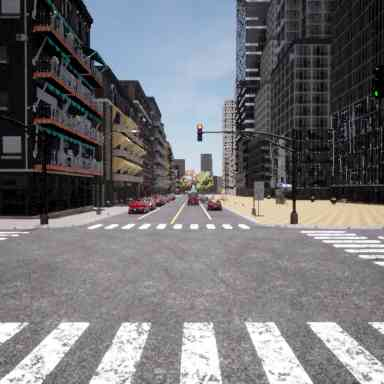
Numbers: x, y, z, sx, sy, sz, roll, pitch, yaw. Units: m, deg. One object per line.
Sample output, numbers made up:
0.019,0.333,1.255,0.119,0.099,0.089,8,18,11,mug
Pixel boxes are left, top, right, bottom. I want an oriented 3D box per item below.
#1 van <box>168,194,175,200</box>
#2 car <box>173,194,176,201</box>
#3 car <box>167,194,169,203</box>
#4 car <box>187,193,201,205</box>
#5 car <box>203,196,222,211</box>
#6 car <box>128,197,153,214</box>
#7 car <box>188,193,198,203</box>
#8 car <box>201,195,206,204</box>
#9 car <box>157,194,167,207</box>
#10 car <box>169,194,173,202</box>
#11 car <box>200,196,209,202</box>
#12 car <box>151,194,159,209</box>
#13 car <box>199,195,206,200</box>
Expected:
-5.546,1.350,91.899,1.690,1.788,3.998,-1,0,0,van
-5.556,1.322,86.252,2.192,1.841,5.009,-1,0,0,car
-5.603,1.439,58.006,1.967,1.590,4.097,-1,0,0,car
0.199,1.476,57.259,1.882,1.535,5.008,0,0,0,car
2.716,1.540,41.103,1.887,1.381,4.507,-1,0,0,car
-5.640,1.540,35.411,1.887,1.381,4.507,-1,0,0,car
0.235,1.223,70.047,2.150,2.045,5.566,0,0,0,car
2.756,1.551,63.698,2.008,1.369,4.403,-1,0,0,car
-5.614,1.312,52.358,2.192,1.841,5.009,-1,0,0,car
-5.582,1.583,69.305,1.802,1.307,4.206,-1,0,0,car
2.775,1.548,74.997,1.887,1.381,4.507,-1,0,0,car
-5.632,1.436,41.060,1.967,1.590,4.097,-1,0,0,car
2.804,1.534,92.114,1.752,1.417,4.829,-1,0,0,car
